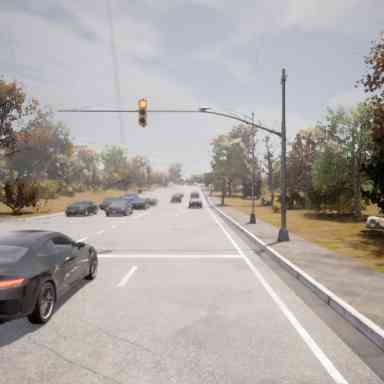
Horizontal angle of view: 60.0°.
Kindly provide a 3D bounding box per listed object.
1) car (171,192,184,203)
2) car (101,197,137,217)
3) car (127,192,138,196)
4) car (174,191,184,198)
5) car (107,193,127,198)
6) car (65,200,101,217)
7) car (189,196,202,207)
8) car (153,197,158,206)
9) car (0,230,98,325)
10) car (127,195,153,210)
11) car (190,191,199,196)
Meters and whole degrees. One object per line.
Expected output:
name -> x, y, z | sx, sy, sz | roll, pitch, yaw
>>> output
car -> -2.872, 1.119, 61.982 | 1.837, 1.490, 4.892 | 0, 3, 1
car -> -6.847, 1.525, 31.619 | 1.812, 1.442, 4.674 | 0, 0, 1
car -> -10.119, 1.134, 54.415 | 2.150, 2.045, 5.566 | 0, 2, 1
car -> -2.853, 0.586, 74.082 | 1.895, 1.301, 4.718 | 0, 3, 1
car -> -10.242, 1.351, 42.642 | 2.097, 1.767, 4.553 | 0, 0, 1
car -> -10.350, 1.506, 31.409 | 1.837, 1.490, 4.892 | 0, 0, 1
car -> 0.512, 1.594, 49.176 | 1.895, 1.301, 4.718 | 0, 0, 1
car -> -6.632, 1.533, 53.659 | 1.895, 1.301, 4.718 | 0, 1, 1
car -> -3.400, 1.526, 7.007 | 1.812, 1.442, 4.674 | 0, 0, -1
car -> -6.734, 1.477, 43.370 | 1.882, 1.535, 5.008 | 0, 0, 1
car -> 0.641, 0.578, 72.833 | 1.812, 1.442, 4.674 | 0, 3, 1
